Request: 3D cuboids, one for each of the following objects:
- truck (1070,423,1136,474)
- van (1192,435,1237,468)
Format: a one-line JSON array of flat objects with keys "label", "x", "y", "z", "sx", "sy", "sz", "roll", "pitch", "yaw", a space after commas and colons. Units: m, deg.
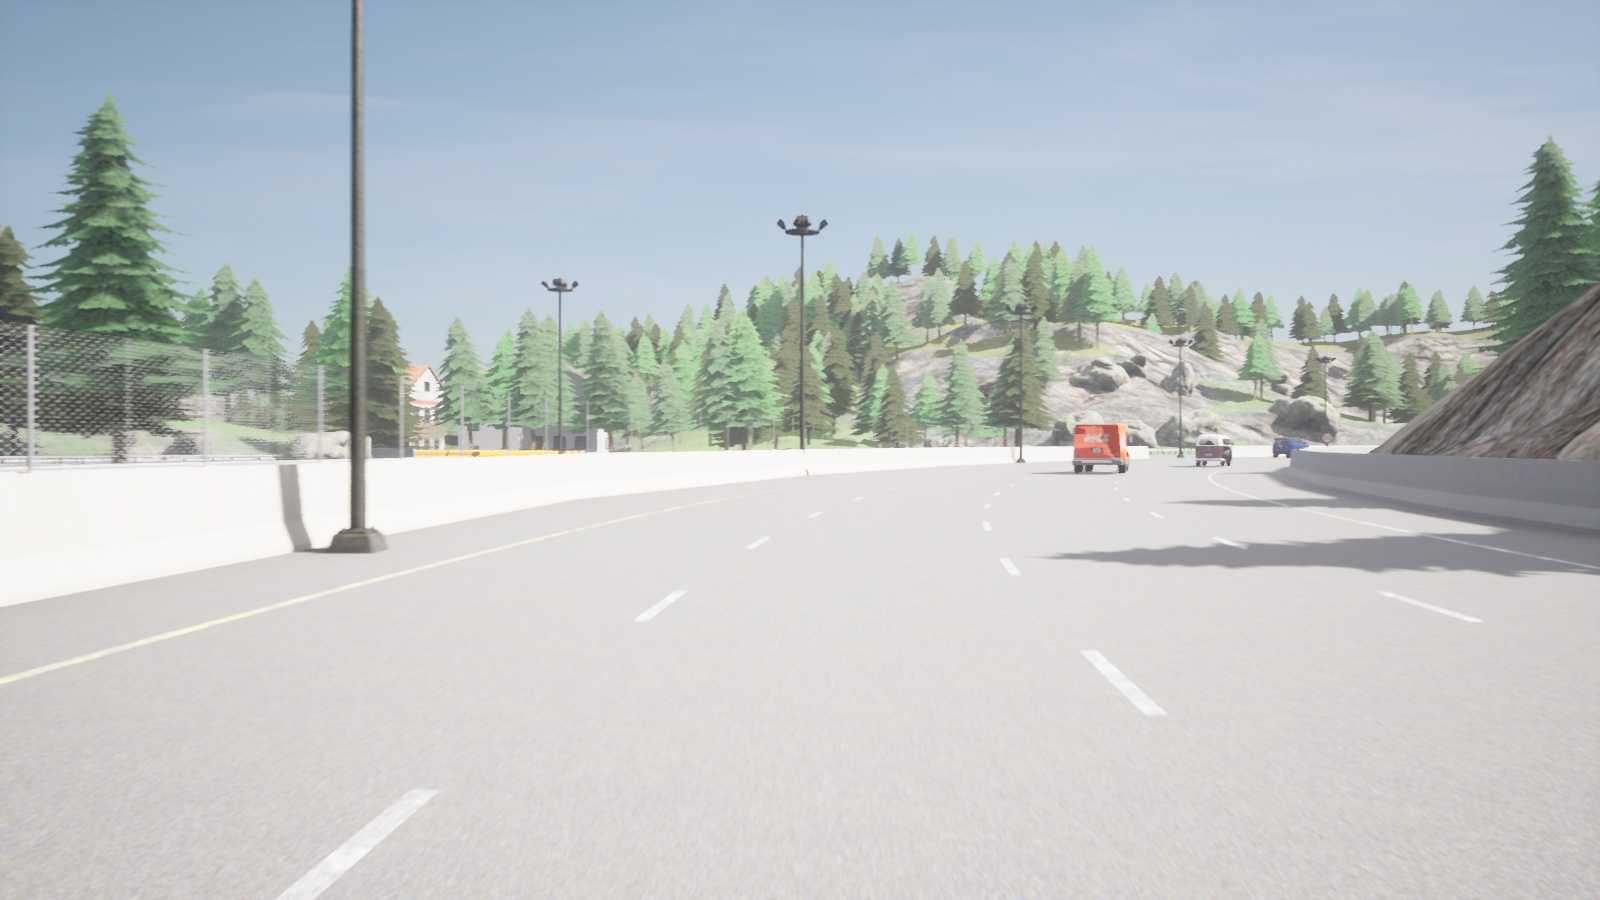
[{"label": "truck", "x": 15.363, "y": -0.065, "z": 63.468, "sx": 2.627, "sy": 2.467, "sz": 5.204, "roll": 0, "pitch": 0, "yaw": 21}, {"label": "van", "x": 26.459, "y": 0.074, "z": 80.135, "sx": 2.069, "sy": 2.038, "sz": 4.480, "roll": 0, "pitch": 0, "yaw": 27}]
